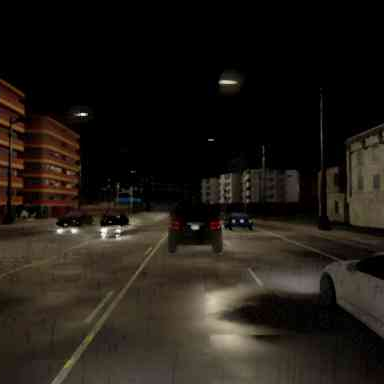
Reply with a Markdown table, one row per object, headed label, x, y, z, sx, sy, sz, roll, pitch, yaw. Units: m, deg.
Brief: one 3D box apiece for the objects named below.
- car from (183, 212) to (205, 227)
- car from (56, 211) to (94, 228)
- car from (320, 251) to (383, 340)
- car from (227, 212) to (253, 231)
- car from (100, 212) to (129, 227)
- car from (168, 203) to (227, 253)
| label | x | y | z | sx | sy | sz | roll | pitch | yaw |
| --- | --- | --- | --- | --- | --- | --- | --- | --- | --- |
| car | 0.157 | 2.607 | 32.358 | 1.994 | 1.385 | 4.181 | 0 | -3 | 0 |
| car | -10.542 | 2.478 | 30.433 | 2.033 | 1.411 | 5.357 | 0 | -3 | 0 |
| car | 3.576 | 1.589 | 5.081 | 1.812 | 1.442 | 4.674 | 0 | -1 | 0 |
| car | 3.644 | 2.291 | 26.667 | 2.033 | 1.411 | 5.357 | 0 | -3 | 0 |
| car | -7.040 | 2.505 | 30.585 | 1.994 | 1.385 | 4.181 | 0 | -3 | 0 |
| car | 0.125 | 1.510 | 15.193 | 2.150 | 2.045 | 5.566 | 0 | -2 | 0 |
